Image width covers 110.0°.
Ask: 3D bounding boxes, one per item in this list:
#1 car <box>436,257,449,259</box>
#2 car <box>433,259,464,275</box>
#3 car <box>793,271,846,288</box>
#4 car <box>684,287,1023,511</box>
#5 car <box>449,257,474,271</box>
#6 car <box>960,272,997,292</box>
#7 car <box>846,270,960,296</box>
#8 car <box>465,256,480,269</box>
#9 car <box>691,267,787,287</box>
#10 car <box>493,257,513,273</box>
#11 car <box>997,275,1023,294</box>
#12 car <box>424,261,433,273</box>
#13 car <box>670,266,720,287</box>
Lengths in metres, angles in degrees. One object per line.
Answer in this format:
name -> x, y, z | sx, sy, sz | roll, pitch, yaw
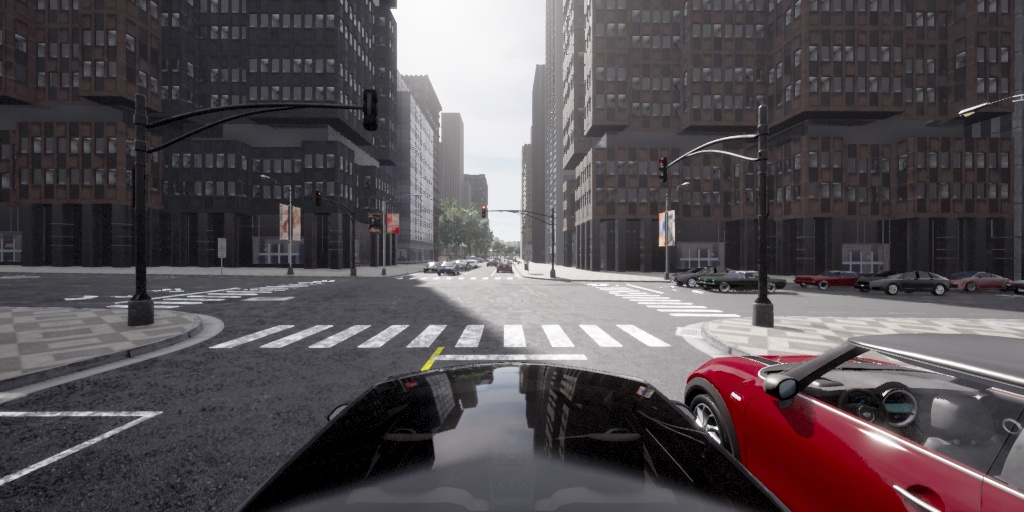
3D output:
car -> -9.503, 1.084, 48.831 | 2.192, 1.841, 5.009 | 0, 0, -1
car -> -6.684, 1.294, 38.314 | 2.033, 1.411, 5.357 | 0, 0, -1
car -> 23.073, 1.706, 25.682 | 4.718, 1.301, 1.895 | 1, 0, -1
car -> 2.761, 1.190, 2.153 | 1.967, 1.591, 4.097 | 0, 0, 0
car -> -6.832, 1.261, 48.581 | 2.128, 1.511, 4.902 | 0, 0, -1
car -> 33.039, 1.814, 25.816 | 4.181, 1.385, 1.994 | 1, 0, -1
car -> 24.360, 1.632, 22.464 | 4.892, 1.490, 1.837 | 1, 0, -1
car -> -6.962, 1.015, 59.212 | 2.150, 2.045, 5.566 | 0, 0, 0
car -> 14.160, 1.580, 22.332 | 4.718, 1.301, 1.895 | 1, 0, -3
car -> -0.905, 1.197, 43.519 | 1.967, 1.591, 4.097 | 0, 0, -1
car -> 34.741, 1.826, 22.591 | 5.357, 1.411, 2.033 | 1, 0, -1
car -> -9.429, 1.323, 43.406 | 1.948, 1.339, 4.313 | 0, 0, -1
car -> 13.854, 1.476, 25.578 | 4.892, 1.490, 1.837 | 1, 0, -1
